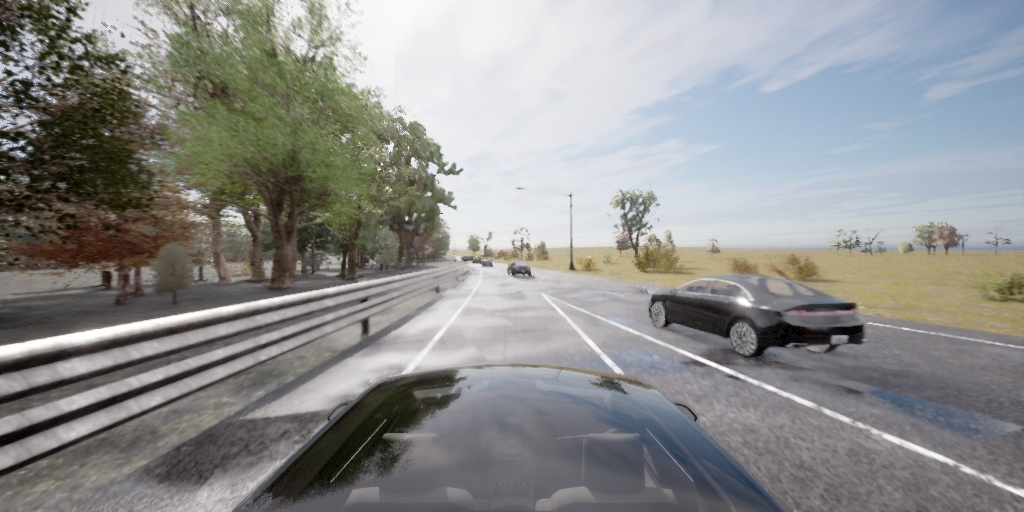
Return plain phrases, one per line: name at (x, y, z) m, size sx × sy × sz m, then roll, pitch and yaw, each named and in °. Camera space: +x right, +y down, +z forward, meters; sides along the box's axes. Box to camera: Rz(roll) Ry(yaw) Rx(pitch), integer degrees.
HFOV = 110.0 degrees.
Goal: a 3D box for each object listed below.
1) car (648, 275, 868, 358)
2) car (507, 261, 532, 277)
car at (5.058, 1.180, 8.353) m, size 2.128 × 1.511 × 4.902 m, roll 0°, pitch 0°, yaw -9°
car at (0.652, 1.251, 35.057) m, size 1.812 × 1.442 × 4.674 m, roll 0°, pitch 0°, yaw -9°
